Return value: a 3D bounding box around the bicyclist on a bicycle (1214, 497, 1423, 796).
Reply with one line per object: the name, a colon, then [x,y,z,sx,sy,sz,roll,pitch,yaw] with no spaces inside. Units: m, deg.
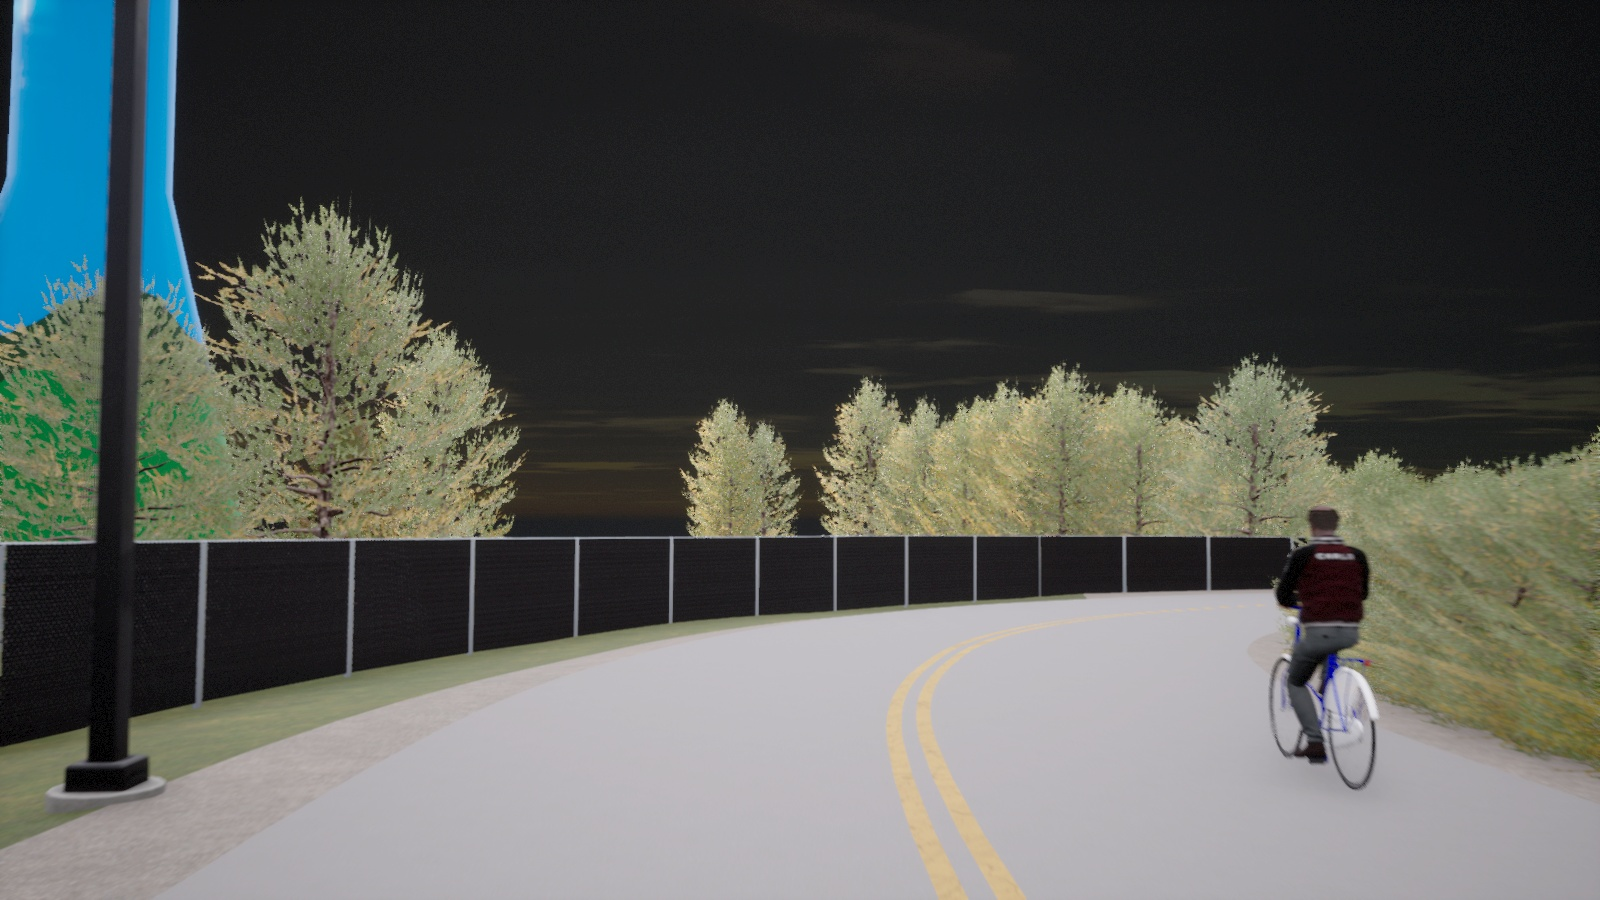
bicyclist on a bicycle: [3.408,1.232,8.458,0.659,1.776,1.843,0,-4,2]
